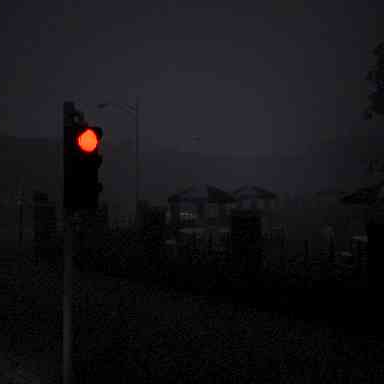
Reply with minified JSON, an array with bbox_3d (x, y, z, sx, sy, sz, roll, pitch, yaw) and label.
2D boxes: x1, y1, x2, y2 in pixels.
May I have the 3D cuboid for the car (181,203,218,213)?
[{"bbox_3d":[1.045,1.543,36.687,2.033,1.411,5.357,0,0,34],"label":"car"}]

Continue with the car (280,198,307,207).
[{"bbox_3d":[15.062,1.570,47.478,5.357,1.411,2.033,0,0,3],"label":"car"}]
